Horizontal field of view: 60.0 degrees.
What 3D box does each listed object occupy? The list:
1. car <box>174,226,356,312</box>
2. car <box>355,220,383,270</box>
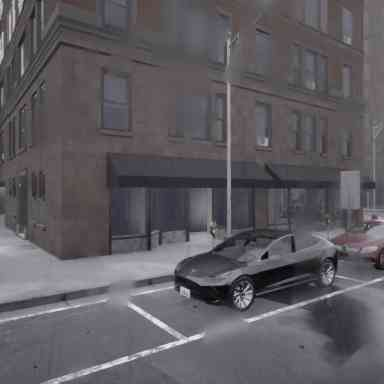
[{"bbox_3d":[1.640,1.566,7.704,4.313,1.339,1.947,0,0,-35],"label":"car"},{"bbox_3d":[6.119,1.582,10.898,4.206,1.307,1.802,0,0,-35],"label":"car"}]
